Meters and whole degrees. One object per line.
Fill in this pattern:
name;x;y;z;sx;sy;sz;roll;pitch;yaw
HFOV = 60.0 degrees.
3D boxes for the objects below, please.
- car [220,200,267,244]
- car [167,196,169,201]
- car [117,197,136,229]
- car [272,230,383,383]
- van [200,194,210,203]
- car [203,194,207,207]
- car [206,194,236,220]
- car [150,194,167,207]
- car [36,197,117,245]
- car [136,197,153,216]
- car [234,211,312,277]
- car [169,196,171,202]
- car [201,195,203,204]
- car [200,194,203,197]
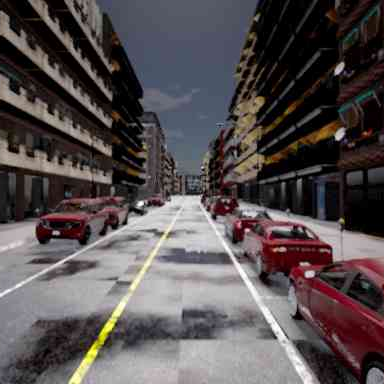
car;2.595;1.395;15.411;1.967;1.590;4.097;1;0;0
car;-5.291;1.437;54.186;1.887;1.381;4.507;1;0;0
car;-5.289;1.255;21.002;2.192;1.841;5.009;1;0;0
car;2.584;1.531;4.349;1.887;1.381;4.507;1;0;0
van;2.561;1.233;65.193;1.690;1.788;3.998;1;0;0
car;2.556;1.348;37.536;1.967;1.590;4.097;1;0;0
car;2.558;1.242;26.472;2.192;1.841;5.009;1;0;0
car;-5.286;1.210;48.654;2.192;1.841;5.009;1;0;0
car;-5.289;1.269;15.472;2.192;1.841;5.009;1;0;0
car;-5.294;1.482;32.065;1.947;1.339;4.313;1;0;0
car;2.585;1.514;9.879;1.887;1.381;4.507;1;0;0
car;-5.290;1.476;70.780;1.802;1.307;4.206;1;0;0
car;2.555;1.477;48.599;1.802;1.307;4.206;1;0;0
car;2.561;1.206;59.661;2.192;1.841;5.009;1;0;0
